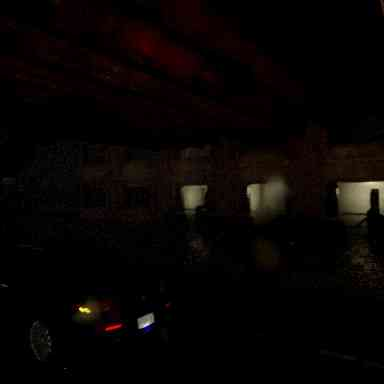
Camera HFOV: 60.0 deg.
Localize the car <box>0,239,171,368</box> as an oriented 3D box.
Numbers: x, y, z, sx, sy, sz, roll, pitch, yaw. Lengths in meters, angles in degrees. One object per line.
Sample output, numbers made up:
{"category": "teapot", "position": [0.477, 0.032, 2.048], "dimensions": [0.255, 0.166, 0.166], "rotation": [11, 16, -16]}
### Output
{"category": "car", "position": [-2.478, 1.561, 5.772], "dimensions": [4.674, 1.442, 1.812], "rotation": [0, 0, 36]}
